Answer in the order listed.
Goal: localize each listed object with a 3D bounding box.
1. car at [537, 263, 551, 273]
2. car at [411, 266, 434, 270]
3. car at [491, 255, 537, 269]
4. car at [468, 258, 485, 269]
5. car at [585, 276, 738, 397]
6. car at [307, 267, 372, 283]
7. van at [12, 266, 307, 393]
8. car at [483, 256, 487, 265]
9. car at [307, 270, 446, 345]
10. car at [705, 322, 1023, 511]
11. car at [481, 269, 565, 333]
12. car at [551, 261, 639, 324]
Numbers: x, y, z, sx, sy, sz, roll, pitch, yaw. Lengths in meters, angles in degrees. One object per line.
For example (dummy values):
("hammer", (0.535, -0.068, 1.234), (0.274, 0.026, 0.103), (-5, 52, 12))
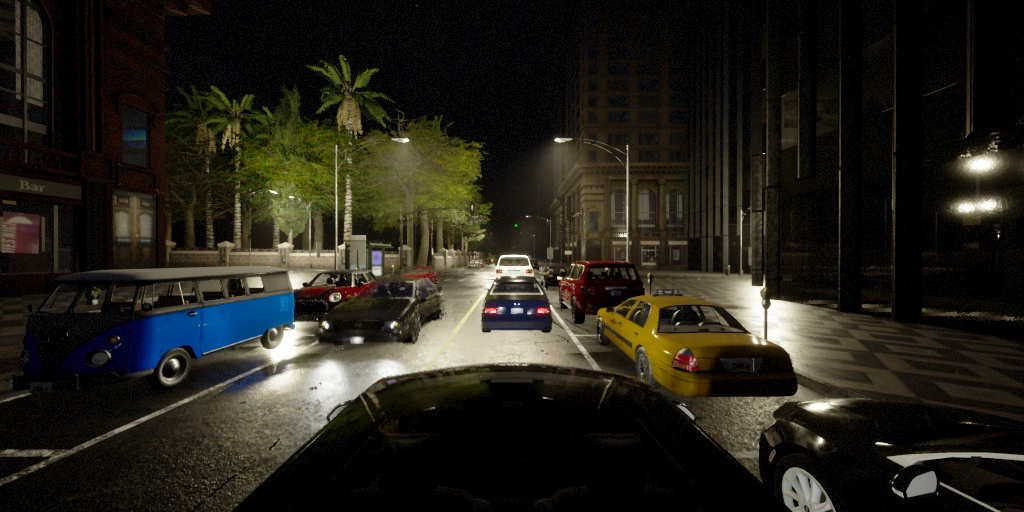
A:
("car", (2.778, 1.309, 22.735), (1.948, 1.339, 4.313), (0, 0, 0))
("car", (-5.748, 1.325, 22.759), (1.802, 1.307, 4.207), (0, 0, 0))
("car", (0.115, 0.966, 21.344), (2.150, 2.045, 5.566), (0, 0, 0))
("car", (-5.725, 1.270, 54.618), (2.007, 1.370, 4.403), (0, 0, 0))
("car", (2.766, 1.274, 6.629), (1.751, 1.417, 4.829), (0, 0, 0))
("car", (-5.756, 1.187, 11.906), (1.967, 1.591, 4.097), (0, 0, 0))
("van", (-5.759, 1.090, 6.480), (1.690, 1.789, 3.998), (0, 0, 0))
("car", (-5.721, 1.155, 60.038), (1.967, 1.591, 4.097), (0, 0, 0))
("car", (-3.086, 1.295, 9.803), (2.033, 1.411, 5.357), (0, 0, 0))
("car", (2.762, 1.300, 1.033), (2.007, 1.370, 4.403), (0, 0, 0))
("car", (0.109, 1.295, 10.706), (2.033, 1.411, 5.357), (0, 0, 0))
("car", (2.770, 1.062, 11.884), (2.192, 1.841, 5.009), (0, 0, 0))
